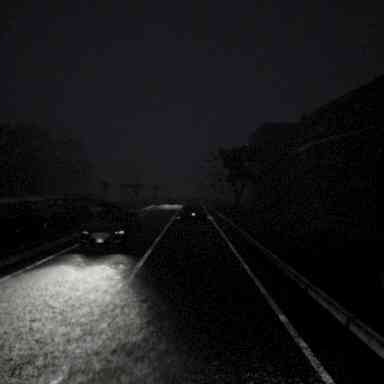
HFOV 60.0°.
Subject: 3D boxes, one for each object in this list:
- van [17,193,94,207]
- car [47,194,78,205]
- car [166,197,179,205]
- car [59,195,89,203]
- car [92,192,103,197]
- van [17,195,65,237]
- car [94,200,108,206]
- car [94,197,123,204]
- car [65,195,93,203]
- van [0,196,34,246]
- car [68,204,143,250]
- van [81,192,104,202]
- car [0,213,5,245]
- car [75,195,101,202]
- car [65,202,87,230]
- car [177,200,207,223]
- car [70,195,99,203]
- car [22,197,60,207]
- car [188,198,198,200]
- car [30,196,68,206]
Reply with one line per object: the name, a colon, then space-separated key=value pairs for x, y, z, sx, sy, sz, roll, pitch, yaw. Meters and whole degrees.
van: x=-9.083 y=1.268 z=21.677 sx=4.442 sy=1.987 sz=1.878 roll=0 pitch=0 yaw=0
car: x=-22.113 y=1.242 z=56.960 sx=4.553 sy=1.767 sz=2.185 roll=0 pitch=0 yaw=0
car: x=-3.289 y=1.444 z=56.138 sx=1.895 sy=1.301 sz=4.718 roll=0 pitch=1 yaw=1
car: x=-22.081 y=1.351 z=62.512 sx=4.892 sy=1.521 sz=2.231 roll=0 pitch=0 yaw=0
car: x=-8.946 y=1.212 z=30.087 sx=5.566 sy=2.045 sz=2.435 roll=0 pitch=0 yaw=0
van: x=-8.844 y=1.288 z=16.067 sx=4.442 sy=1.987 sz=1.878 roll=0 pitch=0 yaw=0
car: x=-8.972 y=1.524 z=24.481 sx=4.674 sy=1.452 sz=2.002 roll=0 pitch=0 yaw=0
car: x=-8.787 y=1.470 z=27.285 sx=5.366 sy=1.575 sz=1.946 roll=0 pitch=0 yaw=0
car: x=-22.118 y=1.371 z=65.286 sx=4.792 sy=1.488 sz=2.163 roll=0 pitch=0 yaw=0
van: x=-9.075 y=1.293 z=13.265 sx=4.442 sy=1.987 sz=1.878 roll=0 pitch=0 yaw=0
car: x=-3.344 y=1.497 z=14.513 sx=2.128 sy=1.511 sz=4.902 roll=0 pitch=0 yaw=0
van: x=-21.980 y=1.092 z=73.611 sx=4.442 sy=1.987 sz=1.878 roll=0 pitch=0 yaw=0
car: x=-8.985 y=1.554 z=10.463 sx=4.792 sy=1.488 sz=2.163 roll=0 pitch=0 yaw=0
car: x=-22.124 y=1.355 z=70.838 sx=4.792 sy=1.488 sz=2.163 roll=0 pitch=0 yaw=0
car: x=-8.958 y=1.504 z=18.875 sx=5.008 sy=1.535 sz=2.097 roll=0 pitch=0 yaw=0
car: x=0.109 y=1.551 z=25.662 sx=1.994 sy=1.385 sz=4.181 roll=0 pitch=0 yaw=0
car: x=-21.906 y=1.331 z=68.061 sx=5.366 sy=1.575 sz=1.946 roll=0 pitch=0 yaw=0
car: x=-22.070 y=1.437 z=48.633 sx=4.674 sy=1.452 sz=2.002 roll=0 pitch=0 yaw=0
car: x=0.115 y=1.483 z=41.625 sx=2.033 sy=1.411 sz=5.357 roll=0 pitch=0 yaw=0
car: x=-22.071 y=1.387 z=51.410 sx=5.008 sy=1.535 sz=2.097 roll=0 pitch=0 yaw=0
